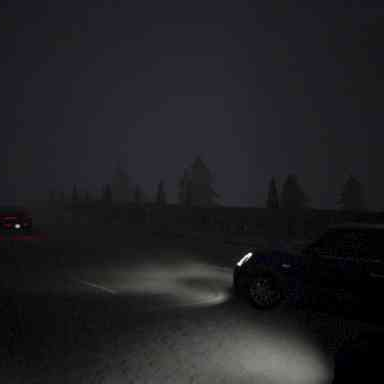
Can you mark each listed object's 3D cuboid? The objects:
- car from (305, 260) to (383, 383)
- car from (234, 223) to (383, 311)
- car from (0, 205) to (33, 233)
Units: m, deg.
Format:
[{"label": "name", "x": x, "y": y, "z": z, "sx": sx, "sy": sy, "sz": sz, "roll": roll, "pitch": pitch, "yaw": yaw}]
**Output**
[{"label": "car", "x": 3.259, "y": 1.537, "z": 1.797, "sx": 4.674, "sy": 1.442, "sz": 1.812, "roll": 0, "pitch": 0, "yaw": 34}, {"label": "car", "x": 3.059, "y": 1.376, "z": 6.289, "sx": 4.553, "sy": 1.767, "sz": 2.097, "roll": 0, "pitch": 0, "yaw": 36}, {"label": "car", "x": -10.718, "y": 1.533, "z": 19.228, "sx": 1.837, "sy": 1.490, "sz": 4.892, "roll": 0, "pitch": 0, "yaw": -41}]
